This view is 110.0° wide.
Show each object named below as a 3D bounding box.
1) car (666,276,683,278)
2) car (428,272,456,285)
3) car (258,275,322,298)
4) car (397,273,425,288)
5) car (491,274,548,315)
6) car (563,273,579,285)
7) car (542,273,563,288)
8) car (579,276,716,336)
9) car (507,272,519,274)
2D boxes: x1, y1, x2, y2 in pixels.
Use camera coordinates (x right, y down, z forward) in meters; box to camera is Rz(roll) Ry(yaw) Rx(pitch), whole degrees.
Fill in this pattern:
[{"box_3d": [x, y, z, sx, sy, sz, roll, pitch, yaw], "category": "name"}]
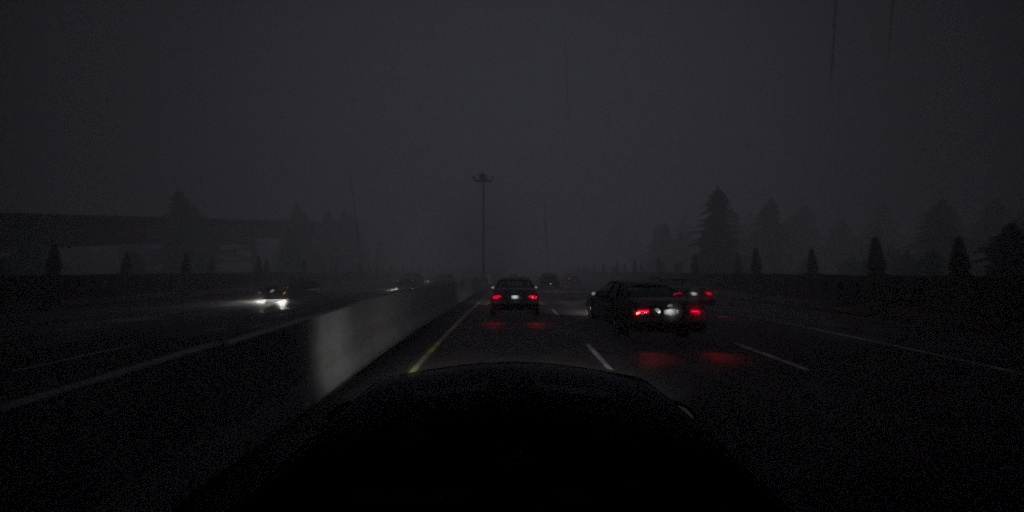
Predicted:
[{"box_3d": [7.106, 1.643, 16.487, 2.033, 1.411, 5.357, 0, -2, 0], "category": "car"}, {"box_3d": [-7.072, 2.554, 37.826, 2.033, 1.411, 5.357, 0, -2, 0], "category": "car"}, {"box_3d": [-14.087, 1.942, 23.045, 1.994, 1.385, 4.181, 0, -2, 0], "category": "car"}, {"box_3d": [-10.573, 2.481, 37.763, 1.882, 1.535, 5.008, 0, -2, 0], "category": "car"}, {"box_3d": [0.105, 1.569, 14.800, 2.033, 1.411, 5.357, 0, -2, 0], "category": "car"}, {"box_3d": [7.116, 2.757, 43.139, 1.812, 1.442, 4.674, 0, -2, 0], "category": "car"}, {"box_3d": [3.614, 2.428, 35.858, 1.837, 1.490, 4.892, 0, -2, 0], "category": "car"}, {"box_3d": [3.604, 1.412, 10.681, 2.033, 1.411, 5.357, 0, -2, 0], "category": "car"}, {"box_3d": [0.116, 2.643, 41.570, 1.882, 1.535, 5.008, 0, -2, 0], "category": "car"}]
